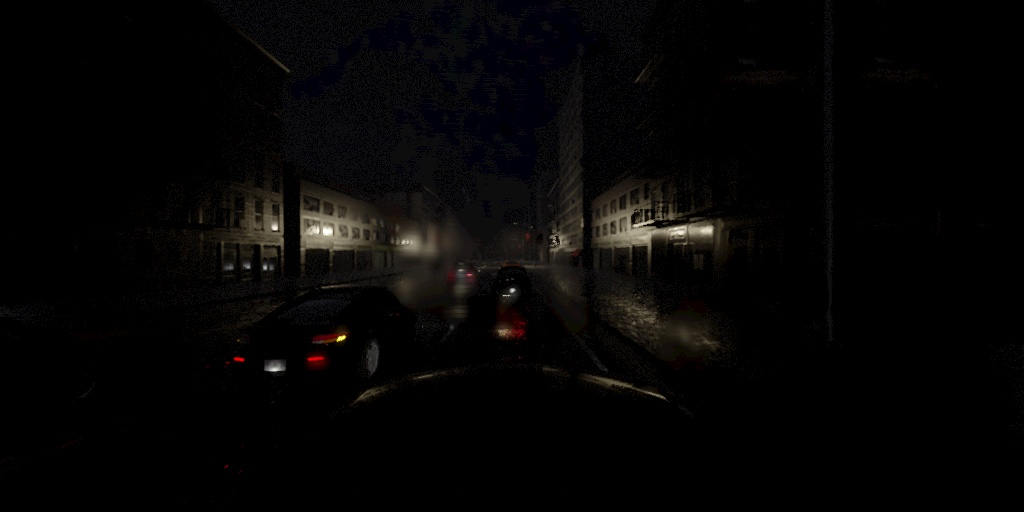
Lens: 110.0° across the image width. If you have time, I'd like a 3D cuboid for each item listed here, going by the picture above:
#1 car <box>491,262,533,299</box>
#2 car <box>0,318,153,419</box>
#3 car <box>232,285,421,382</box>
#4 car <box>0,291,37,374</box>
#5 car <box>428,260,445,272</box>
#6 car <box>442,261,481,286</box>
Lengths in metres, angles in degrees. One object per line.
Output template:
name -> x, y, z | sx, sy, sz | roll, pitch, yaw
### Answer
car -> 0.022, 1.258, 18.162 | 1.837, 1.490, 4.892 | 0, 0, 0
car -> -6.599, 1.377, 3.390 | 1.895, 1.301, 4.718 | 0, 0, 0
car -> -3.164, 1.288, 7.072 | 1.812, 1.442, 4.674 | 0, 0, 0
car -> -9.855, 1.353, 4.602 | 1.994, 1.385, 4.181 | 0, 0, 0
car -> -9.969, 1.364, 48.251 | 1.837, 1.490, 4.892 | 0, 0, 0
car -> -3.256, 1.313, 25.340 | 2.033, 1.411, 5.357 | 0, 0, 0
